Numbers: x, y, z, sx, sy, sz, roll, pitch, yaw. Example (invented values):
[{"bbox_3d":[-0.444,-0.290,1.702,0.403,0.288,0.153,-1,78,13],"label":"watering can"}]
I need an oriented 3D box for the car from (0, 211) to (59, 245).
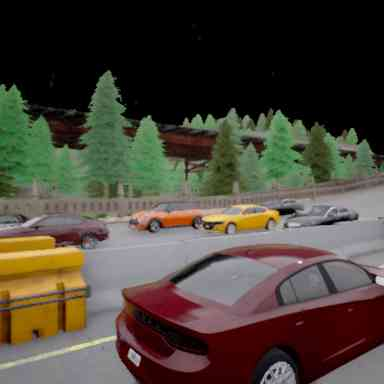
[{"bbox_3d":[-8.708,1.613,14.950,4.718,1.301,1.895,0,0,-35],"label":"car"}]

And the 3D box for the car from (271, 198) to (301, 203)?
[{"bbox_3d":[6.790,1.261,26.011,4.902,1.511,2.128,-3,2,-36],"label":"car"}]

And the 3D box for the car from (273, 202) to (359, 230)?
[{"bbox_3d":[6.849,1.442,17.432,4.902,1.511,2.128,-2,1,-36],"label":"car"}]

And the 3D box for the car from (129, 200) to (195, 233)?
[{"bbox_3d":[-1.496,1.390,20.038,4.553,1.767,2.097,-1,0,-36],"label":"car"}]

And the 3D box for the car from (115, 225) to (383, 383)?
[{"bbox_3d":[1.432,1.500,4.779,5.008,1.535,1.882,0,0,-36],"label":"car"}]

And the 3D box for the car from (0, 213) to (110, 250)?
[{"bbox_3d":[-5.549,1.545,12.899,4.674,1.442,1.812,0,0,-35],"label":"car"}]

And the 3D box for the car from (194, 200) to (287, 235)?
[{"bbox_3d":[2.816,1.482,18.832,5.008,1.535,1.882,-1,1,-36],"label":"car"}]
